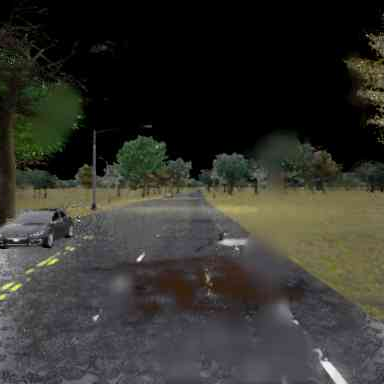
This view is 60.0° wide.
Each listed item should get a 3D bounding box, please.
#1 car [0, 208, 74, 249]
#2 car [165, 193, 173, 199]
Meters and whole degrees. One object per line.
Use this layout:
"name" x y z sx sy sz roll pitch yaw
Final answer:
"car" -6.560 1.494 14.483 1.837 1.490 4.892 -1 0 -4
"car" -6.496 1.044 92.412 1.882 1.535 5.008 0 1 2
